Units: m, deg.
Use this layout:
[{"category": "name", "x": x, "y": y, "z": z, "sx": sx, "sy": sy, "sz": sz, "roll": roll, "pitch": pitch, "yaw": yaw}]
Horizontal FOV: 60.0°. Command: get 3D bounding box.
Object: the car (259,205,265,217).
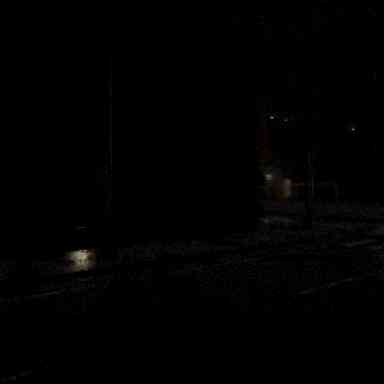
[{"category": "car", "x": 3.793, "y": 1.232, "z": 27.441, "sx": 1.882, "sy": 1.535, "sz": 5.008, "roll": 0, "pitch": 1, "yaw": -35}]
